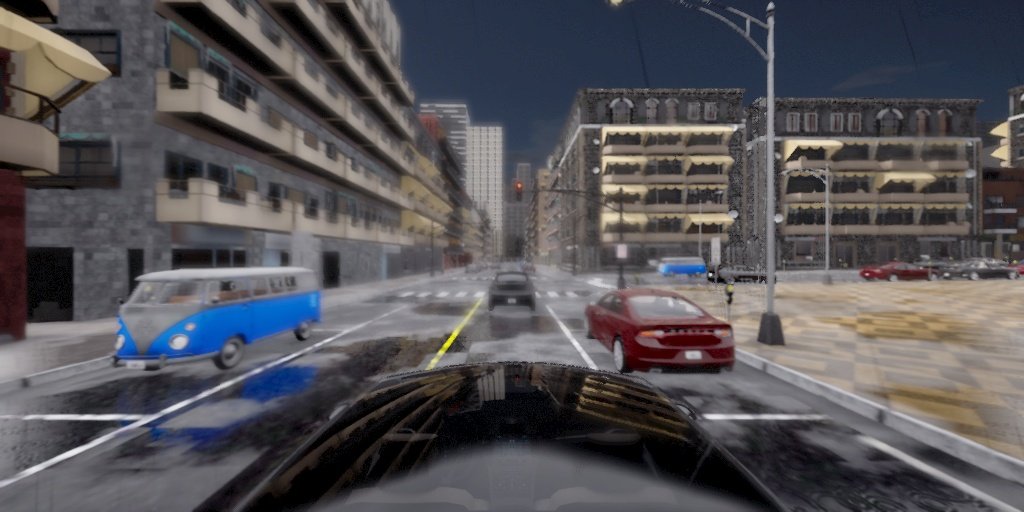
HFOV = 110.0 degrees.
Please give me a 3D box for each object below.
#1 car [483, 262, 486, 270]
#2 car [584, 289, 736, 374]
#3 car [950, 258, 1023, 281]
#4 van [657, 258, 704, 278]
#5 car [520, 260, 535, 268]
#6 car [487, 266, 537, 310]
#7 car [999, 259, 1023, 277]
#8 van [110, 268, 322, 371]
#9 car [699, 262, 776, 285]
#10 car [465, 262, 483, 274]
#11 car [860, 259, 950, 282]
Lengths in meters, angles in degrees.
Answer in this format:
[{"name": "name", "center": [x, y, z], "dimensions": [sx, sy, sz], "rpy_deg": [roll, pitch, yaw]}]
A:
[{"name": "car", "center": [-5.712, 1.854, 56.526], "dimensions": [1.948, 1.339, 4.313], "rpy_deg": [0, 0, 0]}, {"name": "car", "center": [2.687, 1.350, 7.528], "dimensions": [1.888, 1.381, 4.507], "rpy_deg": [0, 0, 0]}, {"name": "car", "center": [32.469, 1.021, 24.992], "dimensions": [4.403, 1.370, 2.007], "rpy_deg": [0, 0, -1]}, {"name": "van", "center": [15.643, 1.084, 33.128], "dimensions": [3.998, 1.789, 1.690], "rpy_deg": [0, 0, -1]}, {"name": "car", "center": [2.668, 1.728, 56.524], "dimensions": [1.967, 1.591, 4.097], "rpy_deg": [0, 0, 0]}, {"name": "car", "center": [0.011, 1.387, 15.373], "dimensions": [1.837, 1.490, 4.892], "rpy_deg": [0, 0, 0]}, {"name": "car", "center": [41.215, 0.902, 27.796], "dimensions": [4.181, 1.385, 1.994], "rpy_deg": [-1, 0, 0]}, {"name": "van", "center": [-5.693, 1.146, 7.526], "dimensions": [1.690, 1.789, 3.998], "rpy_deg": [0, 0, 0]}, {"name": "car", "center": [15.765, 1.298, 24.748], "dimensions": [4.313, 1.339, 1.948], "rpy_deg": [0, 0, -1]}, {"name": "car", "center": [-5.710, 1.782, 50.999], "dimensions": [2.007, 1.370, 4.403], "rpy_deg": [0, 0, 0]}, {"name": "car", "center": [26.900, 1.102, 24.911], "dimensions": [4.507, 1.381, 1.888], "rpy_deg": [0, 0, -1]}]
